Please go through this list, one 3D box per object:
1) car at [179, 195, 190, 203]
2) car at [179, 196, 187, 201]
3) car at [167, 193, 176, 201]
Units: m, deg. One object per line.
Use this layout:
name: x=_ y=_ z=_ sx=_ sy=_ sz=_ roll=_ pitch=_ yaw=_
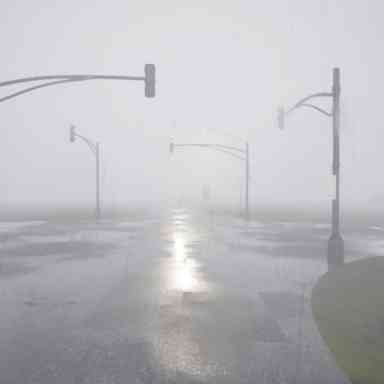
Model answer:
car: x=-1.586 y=1.383 z=69.824 sx=2.097 sy=1.767 sz=4.553 roll=0 pitch=0 yaw=-3
car: x=-2.183 y=1.558 z=79.898 sx=1.895 sy=1.301 sz=4.718 roll=0 pitch=0 yaw=-4
car: x=-4.570 y=1.013 z=73.918 sx=2.097 sy=1.767 sz=4.553 roll=0 pitch=0 yaw=-3
